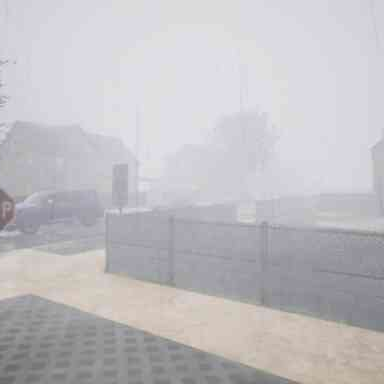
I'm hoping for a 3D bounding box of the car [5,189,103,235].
[{"bbox_3d":[-7.245,0.906,17.334,2.150,2.045,5.566,1,2,36],"label":"car"}]

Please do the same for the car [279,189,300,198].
[{"bbox_3d":[13.701,0.372,46.589,1.812,1.442,4.674,1,2,36],"label":"car"}]

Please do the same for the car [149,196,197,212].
[{"bbox_3d":[-1.398,1.012,25.542,1.994,1.385,4.181,1,2,35],"label":"car"}]

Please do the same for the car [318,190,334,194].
[{"bbox_3d":[21.588,0.267,52.754,1.895,1.301,4.718,1,2,36],"label":"car"}]

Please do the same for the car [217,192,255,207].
[{"bbox_3d":[4.653,0.751,34.024,2.033,1.411,5.357,1,2,36],"label":"car"}]
